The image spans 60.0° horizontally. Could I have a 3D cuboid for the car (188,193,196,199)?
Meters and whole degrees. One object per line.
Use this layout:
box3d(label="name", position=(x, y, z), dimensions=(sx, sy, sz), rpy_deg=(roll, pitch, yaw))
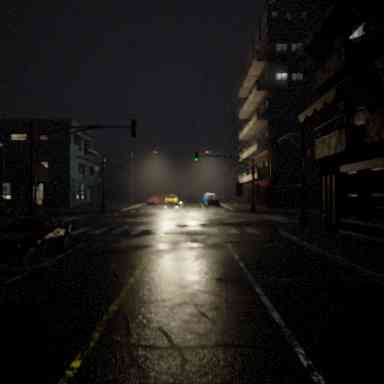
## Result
box3d(label="car", position=(0.023, 0.918, 83.900), dimensions=(1.994, 1.385, 4.181), rpy_deg=(0, 0, 0))

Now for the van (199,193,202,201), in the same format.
box3d(label="van", position=(2.722, 1.018, 60.733), dimensions=(1.690, 1.788, 3.998), rpy_deg=(1, 0, 0))

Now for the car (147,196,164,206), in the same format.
box3d(label="car", position=(-5.665, 1.323, 49.539), dimensions=(1.802, 1.307, 4.206), rpy_deg=(1, 0, 0))

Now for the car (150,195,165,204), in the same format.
box3d(label="car", position=(-5.663, 1.254, 55.119), dimensions=(1.887, 1.381, 4.507), rpy_deg=(1, 0, 0))

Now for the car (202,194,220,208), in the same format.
box3d(label="car", position=(2.715, 1.324, 43.992), dimensions=(2.008, 1.369, 4.403), rpy_deg=(1, 0, 0))

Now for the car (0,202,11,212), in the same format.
box3d(label="car", position=(-19.708, 1.541, 31.793), dimensions=(4.403, 1.369, 2.008), rpy_deg=(0, 0, 1))

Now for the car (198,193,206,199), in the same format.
box3d(label="car", position=(2.728, 1.068, 88.637), dimensions=(1.947, 1.339, 4.313), rpy_deg=(1, 0, 0))

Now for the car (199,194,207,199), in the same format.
box3d(label="car", position=(2.726, 1.105, 83.056), dimensions=(1.947, 1.339, 4.313), rpy_deg=(1, 0, 0))

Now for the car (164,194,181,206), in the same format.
box3d(label="car", position=(-3.057, 1.216, 50.078), dimensions=(1.882, 1.535, 5.008), rpy_deg=(0, 0, 0))

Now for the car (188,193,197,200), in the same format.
box3d(label="car", position=(0.021, 1.141, 73.859), dimensions=(1.994, 1.385, 4.181), rpy_deg=(0, 0, 0))

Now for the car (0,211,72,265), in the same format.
box3d(label="car", position=(-5.643, 1.490, 11.475), dimensions=(1.887, 1.381, 4.507), rpy_deg=(1, 0, 0))
